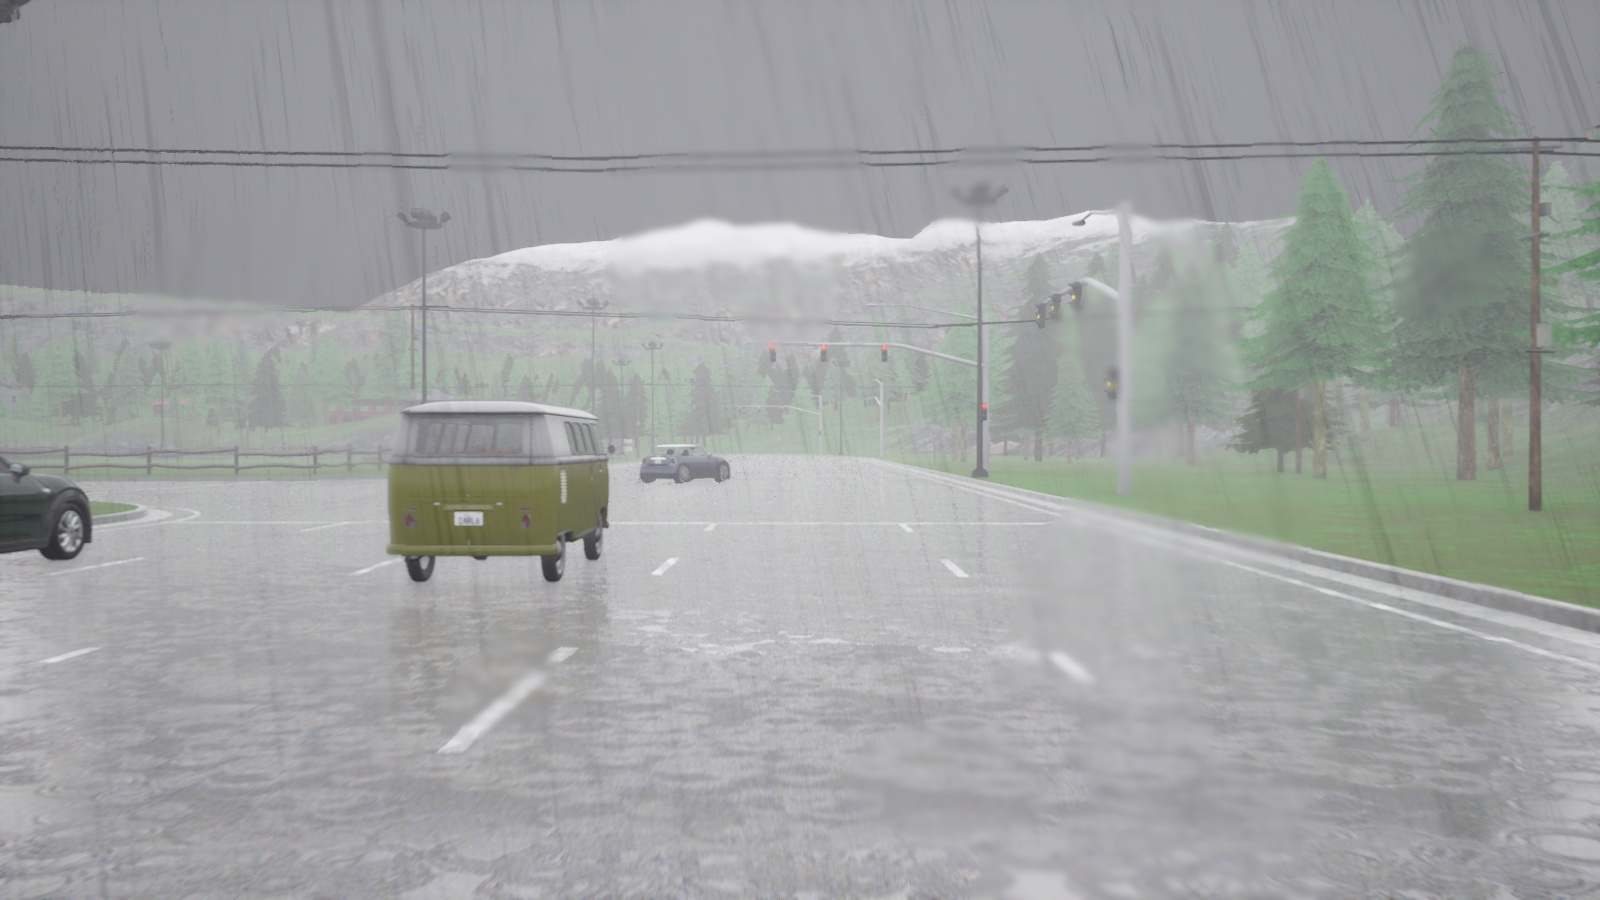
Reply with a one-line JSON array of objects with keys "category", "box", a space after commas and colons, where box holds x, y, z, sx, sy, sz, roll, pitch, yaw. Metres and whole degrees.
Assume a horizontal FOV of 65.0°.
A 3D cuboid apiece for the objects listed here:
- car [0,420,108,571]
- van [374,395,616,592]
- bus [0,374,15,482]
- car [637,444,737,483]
[{"category": "car", "box": [-10.402, 0.531, 14.682, 2.097, 1.767, 4.553, 0, 0, 0]}, {"category": "van", "box": [-3.399, 0.430, 14.882, 1.775, 1.987, 4.442, 0, 0, 0]}, {"category": "bus", "box": [-36.665, -0.875, 48.438, 10.273, 4.253, 3.944, 0, 0, 0]}, {"category": "car", "box": [-4.343, 0.492, 48.581, 1.970, 1.475, 3.806, 0, 0, 31]}]
